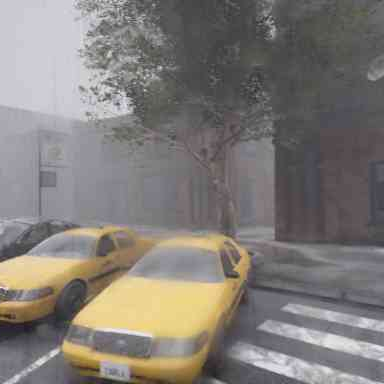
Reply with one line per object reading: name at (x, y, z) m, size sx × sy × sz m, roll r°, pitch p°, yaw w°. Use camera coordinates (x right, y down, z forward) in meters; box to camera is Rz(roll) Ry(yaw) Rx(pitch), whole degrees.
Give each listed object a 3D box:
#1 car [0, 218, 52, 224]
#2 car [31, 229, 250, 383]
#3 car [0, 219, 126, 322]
car at (-4.880, 1.528, 9.587) m, size 2.231 × 1.521 × 4.892 m, roll 0°, pitch -1°, yaw 16°
car at (-0.051, 1.495, 5.912) m, size 1.946 × 1.575 × 5.366 m, roll 0°, pitch -1°, yaw 16°
car at (-2.493, 1.508, 7.656) m, size 1.946 × 1.575 × 5.366 m, roll 0°, pitch -1°, yaw 16°
